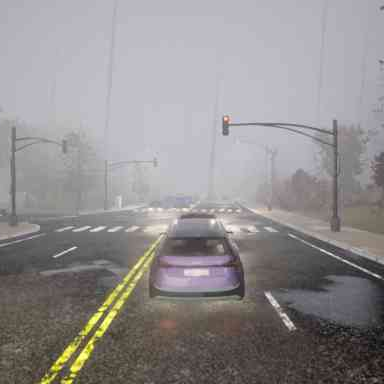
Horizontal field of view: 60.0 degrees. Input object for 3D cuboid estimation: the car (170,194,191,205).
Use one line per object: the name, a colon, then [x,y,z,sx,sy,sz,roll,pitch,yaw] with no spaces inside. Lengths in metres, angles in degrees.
car: [-1.605,1.425,48.076,1.882,1.535,5.008,0,0,4]

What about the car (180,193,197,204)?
car: [-0.668,1.397,59.870,1.882,1.535,5.008,0,0,5]

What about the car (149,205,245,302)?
car: [0.108,1.431,8.344,2.033,1.649,4.856,-1,3,1]

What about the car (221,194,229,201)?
car: [7.634,1.448,77.167,1.895,1.301,4.718,0,0,6]

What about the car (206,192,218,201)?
car: [4.443,1.408,77.888,1.994,1.385,4.181,0,0,6]

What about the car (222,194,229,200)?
car: [8.853,1.304,87.387,1.837,1.490,4.892,0,0,7]

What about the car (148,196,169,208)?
car: [-4.896,1.515,47.406,1.994,1.385,4.181,0,0,5]

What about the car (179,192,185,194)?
car: [-2.481,1.101,74.350,2.150,2.045,5.566,0,0,6]

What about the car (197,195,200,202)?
car: [0.730,1.353,73.820,1.882,1.535,5.008,0,0,6]

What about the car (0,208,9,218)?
car: [-18.936,1.759,29.705,4.718,1.301,1.895,-1,-1,9]

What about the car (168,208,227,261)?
car: [0.237,1.484,13.234,1.882,1.535,5.008,0,-1,2]

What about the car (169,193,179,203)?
car: [-3.976,1.401,59.366,1.882,1.535,5.008,0,0,5]

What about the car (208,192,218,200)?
car: [5.632,1.032,87.818,2.150,2.045,5.566,0,0,7]
